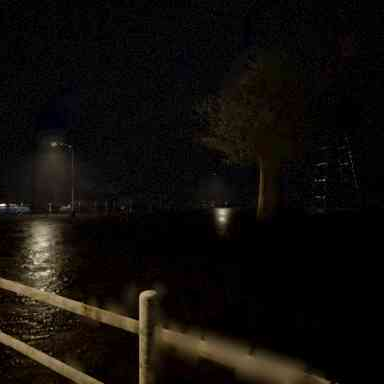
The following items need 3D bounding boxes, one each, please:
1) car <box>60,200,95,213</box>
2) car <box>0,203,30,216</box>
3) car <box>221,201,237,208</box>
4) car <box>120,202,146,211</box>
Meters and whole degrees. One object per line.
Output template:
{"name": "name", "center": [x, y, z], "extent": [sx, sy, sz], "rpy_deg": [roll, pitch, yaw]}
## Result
{"name": "car", "center": [-15.129, 1.911, 44.015], "extent": [2.097, 1.767, 4.553], "rpy_deg": [-2, -2, 36]}
{"name": "car", "center": [-20.669, 1.950, 36.309], "extent": [2.033, 1.411, 5.357], "rpy_deg": [-2, -2, 35]}
{"name": "car", "center": [7.734, 2.626, 69.478], "extent": [1.994, 1.385, 4.181], "rpy_deg": [-2, -2, 36]}
{"name": "car", "center": [-9.191, 2.258, 52.255], "extent": [1.812, 1.442, 4.674], "rpy_deg": [-2, -2, 36]}
